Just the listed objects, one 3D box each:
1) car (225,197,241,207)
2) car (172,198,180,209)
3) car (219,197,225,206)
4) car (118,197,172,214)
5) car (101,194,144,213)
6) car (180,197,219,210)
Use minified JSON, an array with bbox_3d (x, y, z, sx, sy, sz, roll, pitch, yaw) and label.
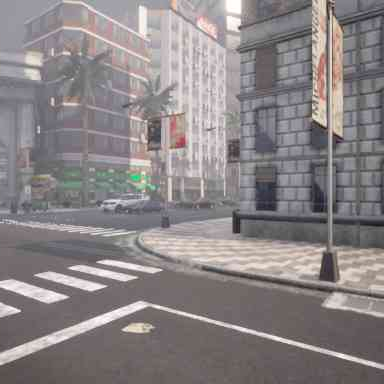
[{"bbox_3d":[7.550,1.564,51.169,4.181,1.385,1.994,0,0,-43],"label":"car"},{"bbox_3d":[-1.663,1.526,45.798,1.812,1.442,4.674,0,0,37],"label":"car"},{"bbox_3d":[4.995,1.491,53.551,4.902,1.511,2.128,0,0,-44],"label":"car"},{"bbox_3d":[-4.957,1.547,35.605,2.033,1.411,5.357,0,0,36],"label":"car"},{"bbox_3d":[-7.670,1.221,37.800,2.150,2.045,5.566,0,0,36],"label":"car"},{"bbox_3d":[1.013,1.478,43.578,1.882,1.535,5.008,0,0,38],"label":"car"}]
